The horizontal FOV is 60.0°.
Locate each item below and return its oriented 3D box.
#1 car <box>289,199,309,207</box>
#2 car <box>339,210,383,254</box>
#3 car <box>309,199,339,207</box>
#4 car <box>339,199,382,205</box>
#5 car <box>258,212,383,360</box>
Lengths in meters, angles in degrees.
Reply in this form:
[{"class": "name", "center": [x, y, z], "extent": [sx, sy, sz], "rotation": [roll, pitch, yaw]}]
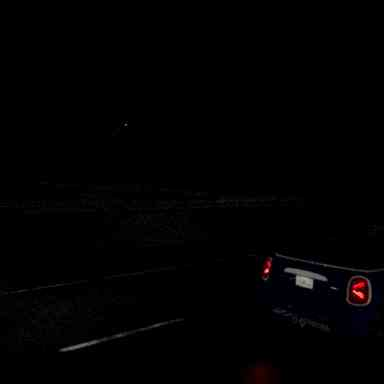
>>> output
[{"class": "car", "center": [13.416, 1.544, 39.356], "extent": [4.674, 1.442, 1.812], "rotation": [0, 0, -35]}, {"class": "car", "center": [8.746, 1.560, 14.287], "extent": [5.357, 1.411, 2.033], "rotation": [0, 0, -36]}, {"class": "car", "center": [15.441, 1.523, 36.502], "extent": [4.892, 1.490, 1.837], "rotation": [0, 0, -35]}, {"class": "car", "center": [17.475, 1.510, 33.654], "extent": [4.902, 1.511, 2.128], "rotation": [0, 0, -35]}, {"class": "car", "center": [3.395, 1.358, 6.169], "extent": [4.553, 1.767, 2.097], "rotation": [0, 0, -36]}]
